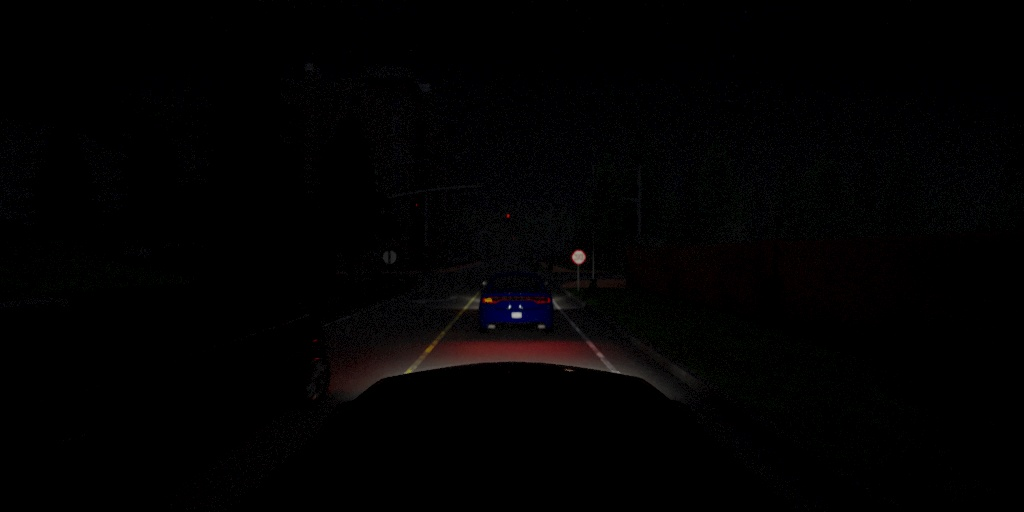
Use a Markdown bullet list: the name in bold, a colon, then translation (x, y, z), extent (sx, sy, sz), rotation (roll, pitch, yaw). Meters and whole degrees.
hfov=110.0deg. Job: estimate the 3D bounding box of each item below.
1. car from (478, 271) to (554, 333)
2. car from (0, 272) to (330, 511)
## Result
- **car**: translation (0.102, 1.186, 10.661), extent (1.882, 1.535, 5.008), rotation (0, 0, 0)
- **car**: translation (-3.585, 1.095, 3.072), extent (2.097, 1.767, 4.553), rotation (0, 0, 0)
